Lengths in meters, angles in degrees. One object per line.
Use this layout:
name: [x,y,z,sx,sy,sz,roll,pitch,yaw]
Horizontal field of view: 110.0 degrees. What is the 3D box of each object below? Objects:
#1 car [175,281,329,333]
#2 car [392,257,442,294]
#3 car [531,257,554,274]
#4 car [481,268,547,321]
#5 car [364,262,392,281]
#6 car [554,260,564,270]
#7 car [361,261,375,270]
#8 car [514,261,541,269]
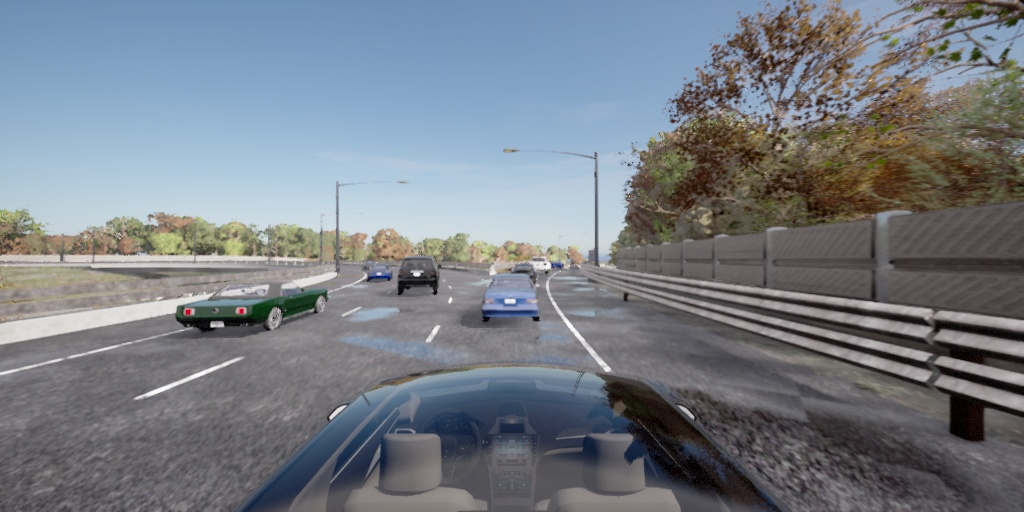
car: [-7.494,1.408,11.084,1.895,1.301,4.718,0,0,-5]
car: [-5.389,1.055,21.137,2.150,2.045,5.566,0,0,-10]
car: [3.426,1.098,43.070,2.150,2.045,5.566,0,0,11]
car: [0.014,1.334,12.654,2.033,1.411,5.357,0,0,1]
car: [-11.586,1.454,31.689,1.994,1.385,4.181,0,0,-16]
car: [7.410,1.430,59.101,1.882,1.535,5.008,0,-1,14]
car: [-22.215,1.499,55.787,2.128,1.511,4.902,0,0,-30]
car: [0.976,1.336,26.901,1.837,1.490,4.892,0,0,6]
